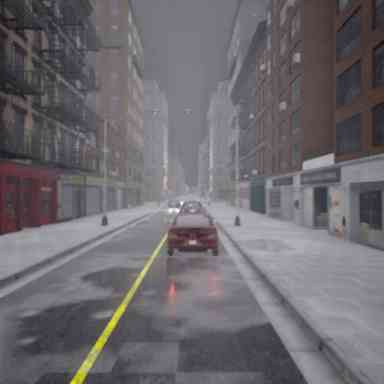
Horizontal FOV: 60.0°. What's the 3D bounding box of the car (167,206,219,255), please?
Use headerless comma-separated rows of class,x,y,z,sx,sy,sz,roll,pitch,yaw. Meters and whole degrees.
car,0.051,1.556,13.704,1.882,1.535,5.008,0,0,1

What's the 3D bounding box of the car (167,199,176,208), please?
car,-2.836,1.794,52.909,2.128,1.511,4.902,0,0,0

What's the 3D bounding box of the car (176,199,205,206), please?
car,0.040,1.508,27.461,2.097,1.767,4.553,0,0,1
